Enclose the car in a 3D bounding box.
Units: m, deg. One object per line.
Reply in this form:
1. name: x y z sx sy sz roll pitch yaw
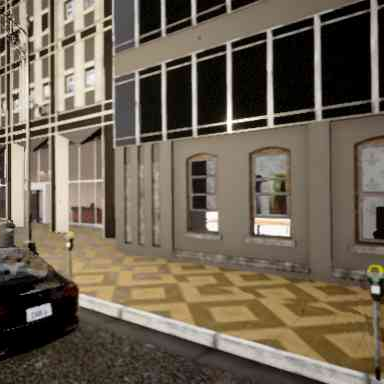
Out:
1. car: -3.656 1.592 5.488 4.313 1.339 1.947 0 -1 35
